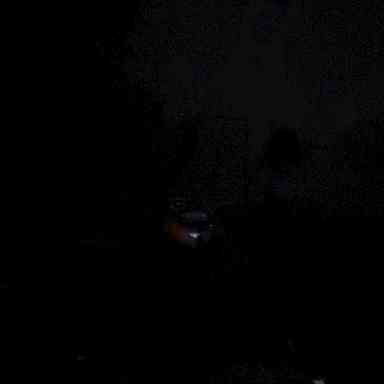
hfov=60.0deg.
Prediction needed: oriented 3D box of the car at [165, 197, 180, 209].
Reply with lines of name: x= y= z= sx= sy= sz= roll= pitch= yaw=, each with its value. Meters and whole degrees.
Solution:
car: x=-1.872 y=1.275 z=41.268 sx=2.033 sy=1.411 sz=5.357 roll=0 pitch=0 yaw=9

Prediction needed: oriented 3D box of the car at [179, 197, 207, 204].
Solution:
car: x=0.306 y=1.300 z=31.300 sx=2.128 sy=1.511 sz=4.902 roll=0 pitch=1 yaw=3

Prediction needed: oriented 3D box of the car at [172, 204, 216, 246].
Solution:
car: x=0.086 y=1.483 z=15.107 sx=1.812 sy=1.442 sz=4.674 roll=-1 pitch=0 yaw=0
